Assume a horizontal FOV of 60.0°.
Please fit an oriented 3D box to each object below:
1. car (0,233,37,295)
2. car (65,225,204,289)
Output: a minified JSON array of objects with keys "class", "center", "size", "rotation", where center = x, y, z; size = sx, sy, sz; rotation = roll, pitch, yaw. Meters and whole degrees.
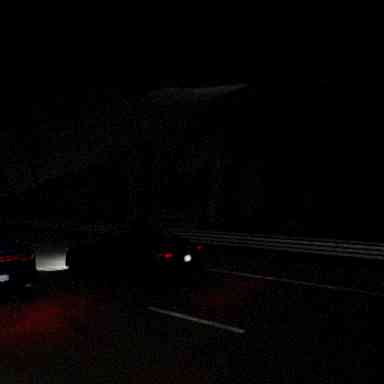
[{"class":"car","center":[-5.816,1.600,8.095],"size":[5.008,1.535,1.882],"rotation":[-1,0,35]},{"class":"car","center":[-1.742,1.655,9.513],"size":[4.181,1.385,1.994],"rotation":[-1,0,36]}]
